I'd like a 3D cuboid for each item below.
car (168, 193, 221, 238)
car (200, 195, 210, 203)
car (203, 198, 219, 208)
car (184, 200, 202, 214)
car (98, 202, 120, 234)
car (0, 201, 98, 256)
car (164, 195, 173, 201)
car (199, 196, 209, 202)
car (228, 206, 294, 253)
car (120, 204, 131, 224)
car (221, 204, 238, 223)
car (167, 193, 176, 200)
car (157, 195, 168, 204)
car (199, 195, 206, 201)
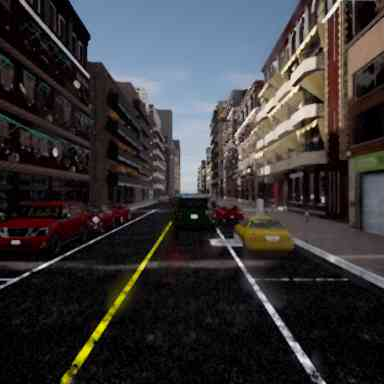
[{"bbox_3d":[0.104,1.207,17.756,2.150,2.045,5.566,0,0,0],"label":"car"},{"bbox_3d":[2.703,1.462,69.777,1.752,1.417,4.829,0,0,0],"label":"car"},{"bbox_3d":[2.699,1.510,47.063,2.008,1.369,4.403,0,0,0],"label":"car"},{"bbox_3d":[0.105,1.570,35.887,1.895,1.301,4.718,0,0,0],"label":"car"},{"bbox_3d":[-5.686,1.424,18.886,1.967,1.590,4.097,0,0,0],"label":"car"},{"bbox_3d":[-5.686,1.304,13.251,2.192,1.841,5.009,0,0,0],"label":"car"},{"bbox_3d":[-5.677,1.470,80.886,1.887,1.381,4.507,0,0,0],"label":"car"},{"bbox_3d":[2.703,1.497,75.244,1.947,1.339,4.313,0,0,0],"label":"car"},{"bbox_3d":[2.693,1.514,13.416,1.752,1.417,4.829,0,0,0],"label":"car"},{"bbox_3d":[-5.685,1.524,24.524,1.887,1.381,4.507,0,0,0],"label":"car"},{"bbox_3d":[2.695,1.524,24.518,1.887,1.381,4.507,0,0,0],"label":"car"},{"bbox_3d":[-5.674,1.229,92.158,2.192,1.841,5.009,0,0,0],"label":"car"},{"bbox_3d":[-5.679,1.493,63.976,2.008,1.369,4.403,0,0,0],"label":"car"},{"bbox_3d":[2.705,1.502,86.516,1.802,1.307,4.206,0,0,0],"label":"car"}]
